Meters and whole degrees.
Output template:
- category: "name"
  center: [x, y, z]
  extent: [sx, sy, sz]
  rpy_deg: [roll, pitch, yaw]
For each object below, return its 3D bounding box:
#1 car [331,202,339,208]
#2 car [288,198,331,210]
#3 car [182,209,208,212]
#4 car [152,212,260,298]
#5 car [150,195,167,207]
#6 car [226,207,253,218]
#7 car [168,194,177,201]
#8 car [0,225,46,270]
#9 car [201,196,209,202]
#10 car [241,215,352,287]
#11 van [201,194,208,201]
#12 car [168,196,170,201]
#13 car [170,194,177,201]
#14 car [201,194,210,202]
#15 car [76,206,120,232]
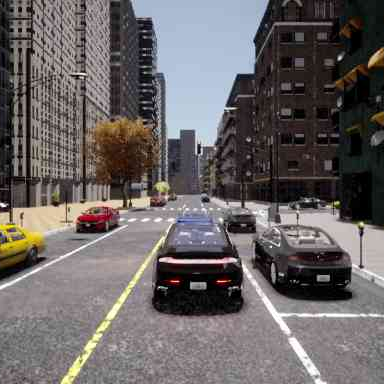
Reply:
- category: "car"
  center: [19.017, 1.259, 39.516]
  extent: [4.829, 1.417, 1.752]
  rpy_deg: [-1, 1, 0]
- category: "car"
  center: [13.620, 1.359, 39.489]
  extent: [4.403, 1.369, 2.008]
  rpy_deg: [-1, 1, 0]
- category: "car"
  center: [0.167, 1.605, 18.591]
  extent: [1.895, 1.301, 4.718]
  rpy_deg: [0, 0, 1]
- category: "car"
  center: [0.130, 1.492, 8.473]
  extent: [2.128, 1.511, 4.902]
  rpy_deg: [0, 0, 0]
- category: "car"
  center: [-5.432, 1.349, 52.567]
  extent: [2.192, 1.841, 5.009]
  rpy_deg: [0, 0, 0]
- category: "car"
  center: [2.787, 1.555, 20.137]
  extent: [2.008, 1.369, 4.403]
  rpy_deg: [0, 0, 0]
- category: "car"
  center: [-5.239, 1.409, 91.226]
  extent: [2.192, 1.841, 5.009]
  rpy_deg: [0, 0, 0]
- category: "car"
  center: [-5.649, 1.526, 8.943]
  extent: [1.752, 1.417, 4.829]
  rpy_deg: [0, 0, 0]
- category: "car"
  center: [3.088, 1.598, 80.308]
  extent: [1.752, 1.417, 4.829]
  rpy_deg: [0, 0, 0]
- category: "car"
  center: [2.732, 1.551, 9.071]
  extent: [2.008, 1.369, 4.403]
  rpy_deg: [0, 0, 0]
- category: "van"
  center: [3.114, 1.424, 85.662]
  extent: [1.690, 1.788, 3.998]
  rpy_deg: [0, 0, 0]
- category: "car"
  center: [-5.404, 1.607, 58.089]
  extent: [1.947, 1.339, 4.313]
  rpy_deg: [0, 0, 0]
- category: "car"
  center: [-5.266, 1.649, 85.704]
  extent: [1.947, 1.339, 4.313]
  rpy_deg: [0, 0, 0]
- category: "car"
  center: [3.059, 1.630, 74.615]
  extent: [1.947, 1.339, 4.313]
  rpy_deg: [0, 0, 0]
- category: "car"
  center: [-5.593, 1.549, 20.179]
  extent: [1.887, 1.381, 4.507]
  rpy_deg: [0, 0, 0]
